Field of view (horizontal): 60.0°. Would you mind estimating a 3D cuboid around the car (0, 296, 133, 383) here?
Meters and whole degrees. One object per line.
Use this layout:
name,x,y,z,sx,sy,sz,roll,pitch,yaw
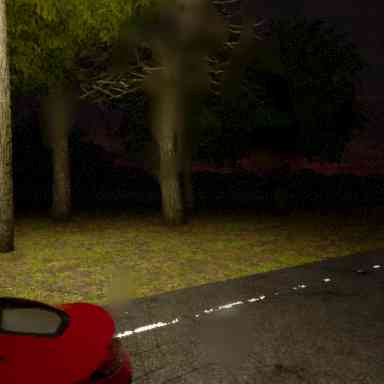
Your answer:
car,-2.669,1.526,2.069,4.674,1.442,1.812,0,0,-36
